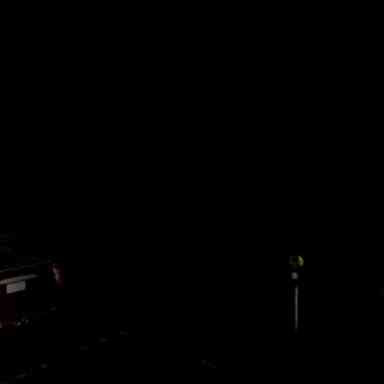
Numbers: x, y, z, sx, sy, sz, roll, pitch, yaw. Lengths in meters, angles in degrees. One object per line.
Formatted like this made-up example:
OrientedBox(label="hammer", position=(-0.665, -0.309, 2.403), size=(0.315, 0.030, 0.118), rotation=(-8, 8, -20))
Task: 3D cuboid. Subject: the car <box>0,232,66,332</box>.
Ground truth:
OrientedBox(label="car", position=(-4.180, 1.436, 6.066), size=(4.097, 1.590, 1.967), rotation=(0, 0, 36))
